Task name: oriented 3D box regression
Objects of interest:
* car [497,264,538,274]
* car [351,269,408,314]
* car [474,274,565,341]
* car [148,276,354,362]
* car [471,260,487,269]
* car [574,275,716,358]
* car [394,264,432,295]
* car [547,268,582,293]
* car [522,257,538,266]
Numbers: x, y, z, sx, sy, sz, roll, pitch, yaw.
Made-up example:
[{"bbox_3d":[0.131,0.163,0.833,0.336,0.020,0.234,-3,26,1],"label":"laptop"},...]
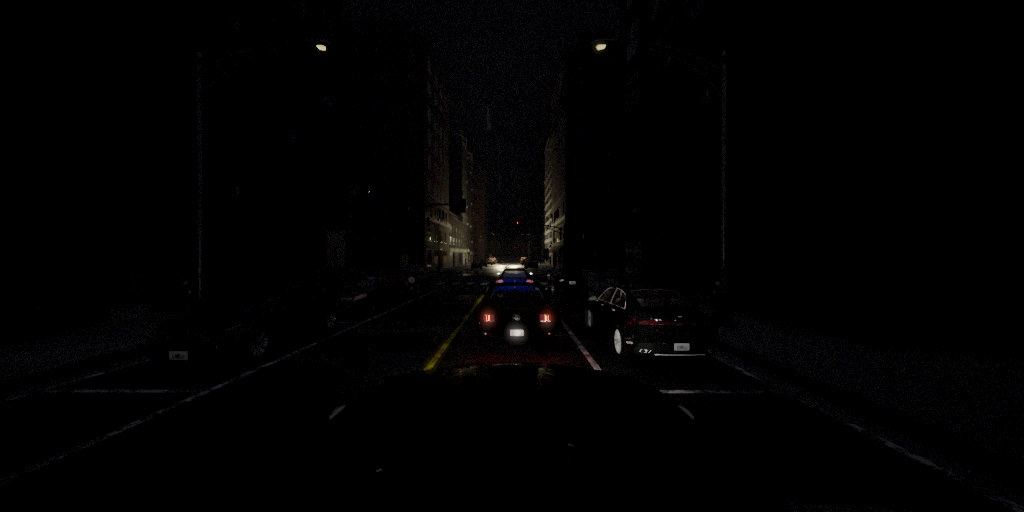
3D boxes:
[{"bbox_3d":[0.145,1.314,18.617,1.994,1.385,4.181,0,0,1],"label":"car"},{"bbox_3d":[-5.635,1.332,13.760,1.802,1.307,4.207,0,0,0],"label":"car"},{"bbox_3d":[0.118,1.351,9.858,1.895,1.301,4.718,0,0,0],"label":"car"},{"bbox_3d":[-5.650,1.315,8.258,1.948,1.339,4.313,0,0,0],"label":"car"},{"bbox_3d":[-5.475,1.367,56.363,1.802,1.307,4.207,0,0,0],"label":"car"},{"bbox_3d":[2.875,1.300,8.234,2.007,1.370,4.403,0,0,0],"label":"car"},{"bbox_3d":[-5.618,1.190,19.261,1.967,1.591,4.097,0,0,0],"label":"car"},{"bbox_3d":[2.907,1.316,19.236,1.948,1.339,4.313,0,0,0],"label":"car"},{"bbox_3d":[3.050,1.225,56.325,1.967,1.591,4.097,0,0,0],"label":"car"}]
